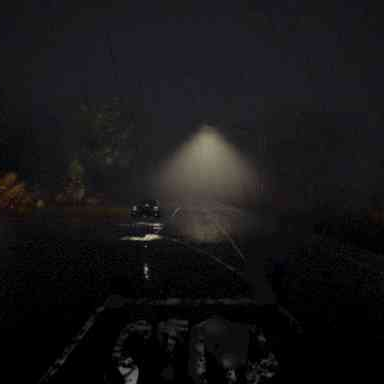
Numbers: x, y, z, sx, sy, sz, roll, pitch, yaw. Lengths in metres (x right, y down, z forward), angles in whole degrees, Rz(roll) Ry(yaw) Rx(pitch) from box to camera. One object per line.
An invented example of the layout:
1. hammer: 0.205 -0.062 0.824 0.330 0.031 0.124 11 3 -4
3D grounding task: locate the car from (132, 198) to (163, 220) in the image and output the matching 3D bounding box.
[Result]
1. car: -3.539 1.291 27.072 2.097 1.767 4.553 1 -2 0

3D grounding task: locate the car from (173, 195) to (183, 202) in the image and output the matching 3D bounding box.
1. car: -3.322 1.518 80.467 1.837 1.490 4.892 0 0 5
